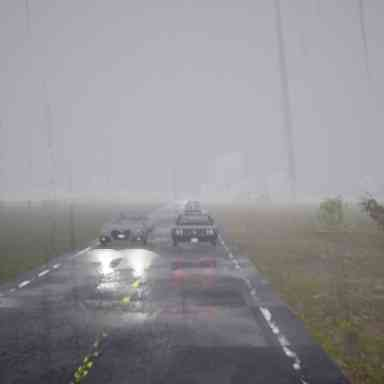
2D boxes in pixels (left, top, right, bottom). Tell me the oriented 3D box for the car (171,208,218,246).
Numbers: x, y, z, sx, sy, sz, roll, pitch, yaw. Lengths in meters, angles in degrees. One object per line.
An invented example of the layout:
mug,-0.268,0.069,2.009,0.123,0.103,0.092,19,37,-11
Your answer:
car,0.104,1.619,15.336,1.895,1.301,4.718,0,0,0

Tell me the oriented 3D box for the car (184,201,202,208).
car,0.110,1.634,35.496,2.033,1.411,5.357,0,0,0

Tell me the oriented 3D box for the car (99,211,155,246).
car,-2.845,1.581,15.339,1.994,1.385,4.181,0,0,0
